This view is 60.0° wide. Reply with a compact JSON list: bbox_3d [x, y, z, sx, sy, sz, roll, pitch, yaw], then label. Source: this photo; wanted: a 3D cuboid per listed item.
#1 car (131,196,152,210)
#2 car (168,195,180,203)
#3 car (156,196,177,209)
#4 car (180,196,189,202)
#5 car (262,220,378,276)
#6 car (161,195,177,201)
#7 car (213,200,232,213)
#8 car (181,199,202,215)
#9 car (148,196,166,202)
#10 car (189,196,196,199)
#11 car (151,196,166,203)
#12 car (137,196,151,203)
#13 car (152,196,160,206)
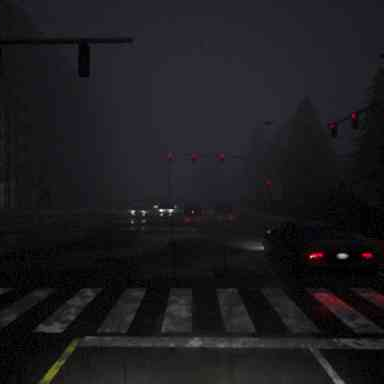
[{"bbox_3d":[-7.103,1.694,45.744,1.812,1.442,4.674,0,0,0],"label":"car"},{"bbox_3d":[-3.693,1.772,61.127,2.033,1.411,5.357,0,0,-2],"label":"car"},{"bbox_3d":[-3.603,1.741,48.275,1.994,1.385,4.181,0,0,0],"label":"car"},{"bbox_3d":[-3.349,1.817,75.380,2.033,1.411,5.357,0,0,-26],"label":"car"},{"bbox_3d":[3.594,1.587,10.439,2.033,1.411,5.357,0,0,0],"label":"car"},{"bbox_3d":[-6.018,1.666,86.643,1.837,1.490,4.892,0,0,-41],"label":"car"},{"bbox_3d":[3.582,1.668,38.730,1.812,1.442,4.674,0,0,0],"label":"car"},{"bbox_3d":[0.082,1.734,36.139,1.895,1.301,4.718,0,0,0],"label":"car"},{"bbox_3d":[-8.805,1.686,84.526,2.128,1.511,4.902,0,0,-41],"label":"car"},{"bbox_3d":[-0.601,1.785,77.788,1.837,1.490,4.892,0,0,-26],"label":"car"},{"bbox_3d":[-7.682,1.644,76.357,1.812,1.442,4.674,0,0,-26],"label":"car"},{"bbox_3d":[-10.909,1.580,74.981,1.812,1.442,4.674,0,0,-26],"label":"car"},{"bbox_3d":[-7.256,1.698,60.197,1.882,1.535,5.008,0,0,-2],"label":"car"}]
